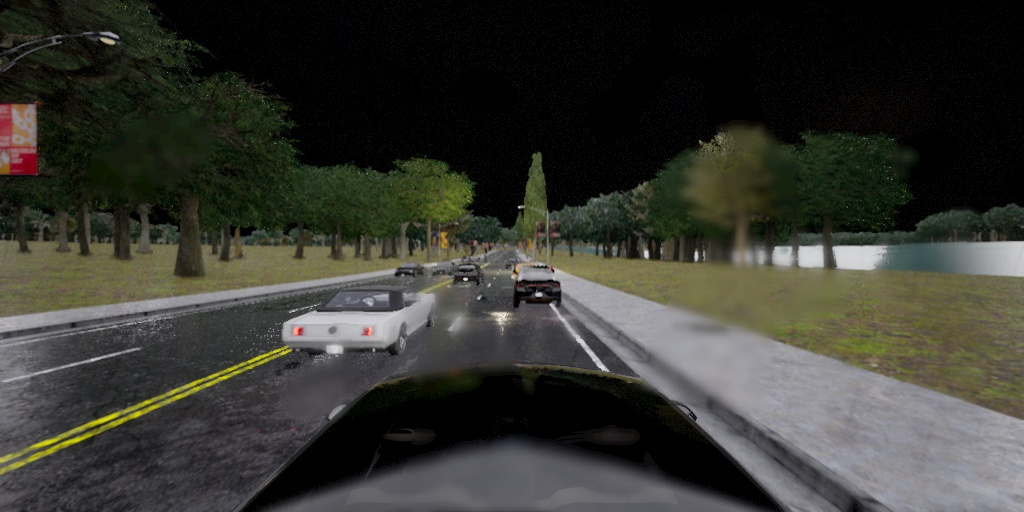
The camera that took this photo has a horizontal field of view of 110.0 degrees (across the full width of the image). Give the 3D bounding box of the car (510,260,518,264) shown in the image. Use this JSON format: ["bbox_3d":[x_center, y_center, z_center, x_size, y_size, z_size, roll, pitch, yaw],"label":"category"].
[{"bbox_3d":[1.004,1.283,25.594,1.882,1.535,5.008,0,0,0],"label":"car"}]

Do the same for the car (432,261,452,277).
[{"bbox_3d":[-6.556,1.265,35.444,1.837,1.490,4.892,0,0,0],"label":"car"}]

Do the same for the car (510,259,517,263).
[{"bbox_3d":[1.011,1.263,31.591,1.882,1.535,5.008,0,0,0],"label":"car"}]

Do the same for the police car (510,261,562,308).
[{"bbox_3d":[0.992,1.216,15.706,1.930,1.638,5.238,0,0,0],"label":"police car"}]

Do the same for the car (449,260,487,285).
[{"bbox_3d":[-3.120,1.309,26.506,1.837,1.490,4.892,0,0,0],"label":"car"}]

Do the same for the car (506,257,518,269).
[{"bbox_3d":[0.074,1.054,52.171,1.837,1.490,4.892,0,1,0],"label":"car"}]

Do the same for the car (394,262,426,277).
[{"bbox_3d":[-9.809,1.311,34.924,2.033,1.411,5.357,0,0,0],"label":"car"}]

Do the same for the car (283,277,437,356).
[{"bbox_3d":[-3.143,1.373,8.618,1.895,1.301,4.718,0,0,0],"label":"car"}]
